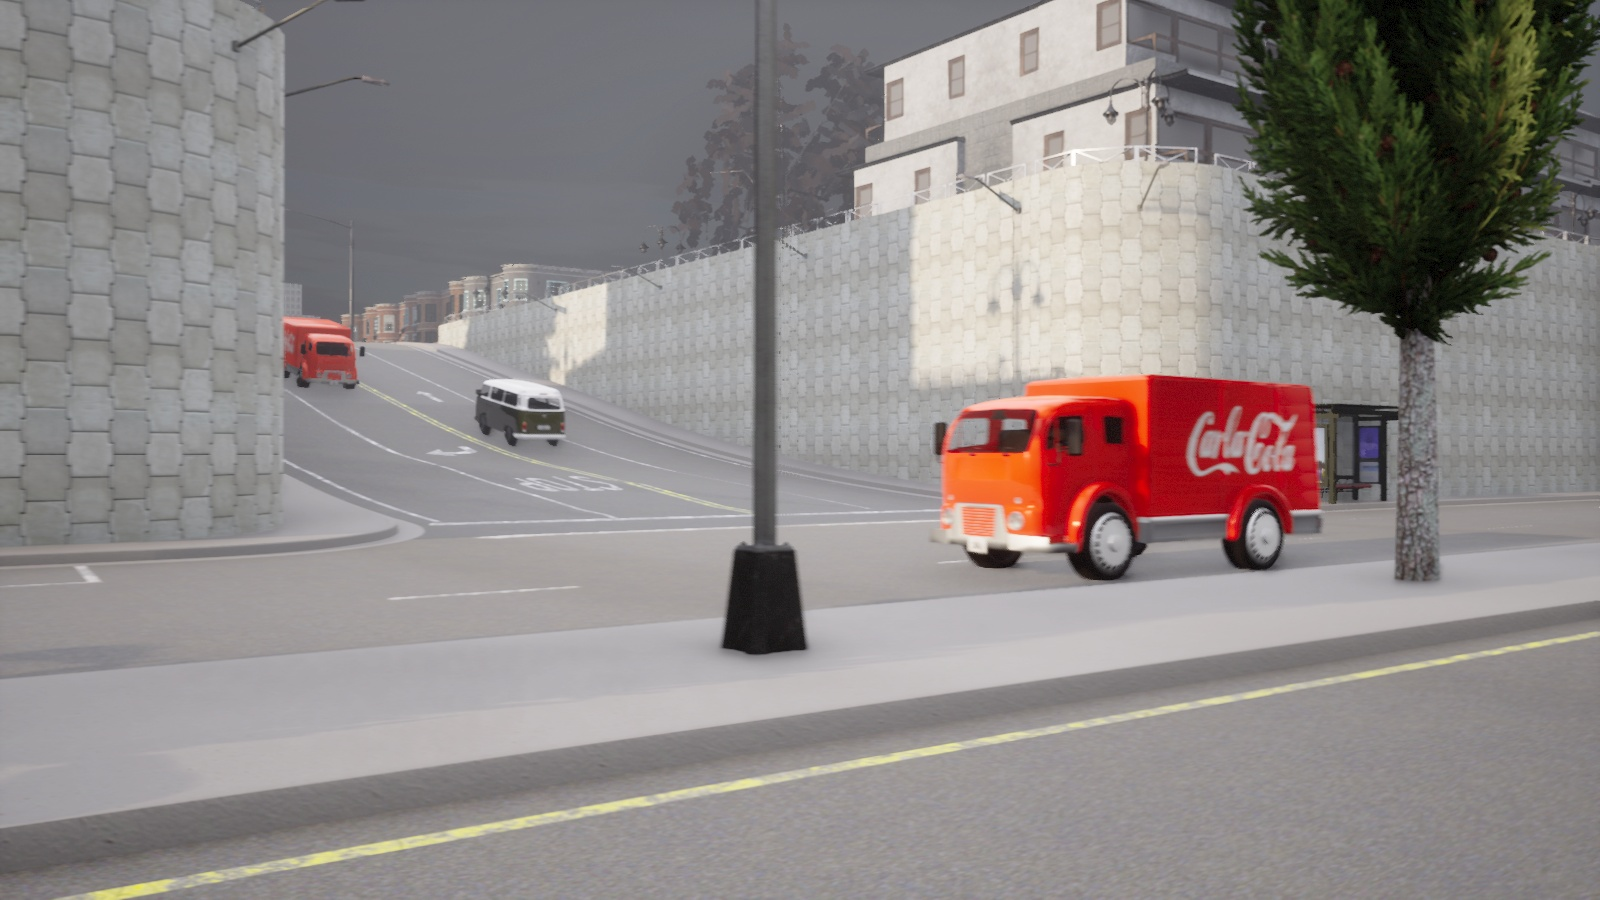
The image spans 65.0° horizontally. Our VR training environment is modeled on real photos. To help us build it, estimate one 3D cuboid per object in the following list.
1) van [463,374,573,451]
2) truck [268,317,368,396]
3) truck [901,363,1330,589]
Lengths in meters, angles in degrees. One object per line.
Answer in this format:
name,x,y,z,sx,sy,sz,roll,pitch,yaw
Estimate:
van,-9.851,-1.331,43.597,2.069,2.038,4.480,0,9,-35
truck,-20.143,-3.928,52.309,2.627,2.467,5.204,0,11,-35
truck,4.170,0.284,16.309,5.204,2.467,2.627,0,0,-35
